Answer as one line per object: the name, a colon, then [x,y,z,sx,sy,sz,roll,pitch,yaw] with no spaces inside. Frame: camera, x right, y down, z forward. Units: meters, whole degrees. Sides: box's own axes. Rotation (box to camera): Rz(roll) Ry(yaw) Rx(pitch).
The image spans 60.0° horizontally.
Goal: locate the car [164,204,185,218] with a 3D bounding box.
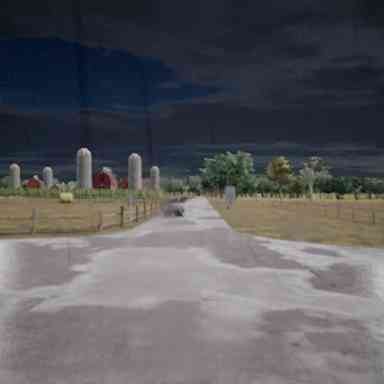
car: [-1.700,1.865,32.930,1.895,1.301,4.718,0,0,2]
